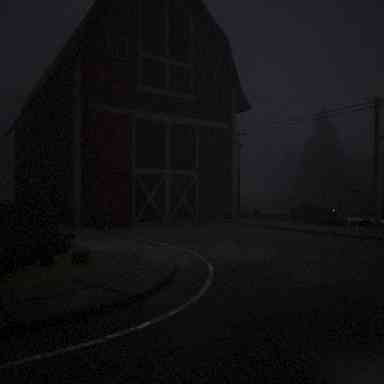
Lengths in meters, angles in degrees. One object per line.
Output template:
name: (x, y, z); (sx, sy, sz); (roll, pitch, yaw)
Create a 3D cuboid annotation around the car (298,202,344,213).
car: (11.349, 1.627, 30.258); (1.895, 1.301, 4.718); (0, 0, -34)
